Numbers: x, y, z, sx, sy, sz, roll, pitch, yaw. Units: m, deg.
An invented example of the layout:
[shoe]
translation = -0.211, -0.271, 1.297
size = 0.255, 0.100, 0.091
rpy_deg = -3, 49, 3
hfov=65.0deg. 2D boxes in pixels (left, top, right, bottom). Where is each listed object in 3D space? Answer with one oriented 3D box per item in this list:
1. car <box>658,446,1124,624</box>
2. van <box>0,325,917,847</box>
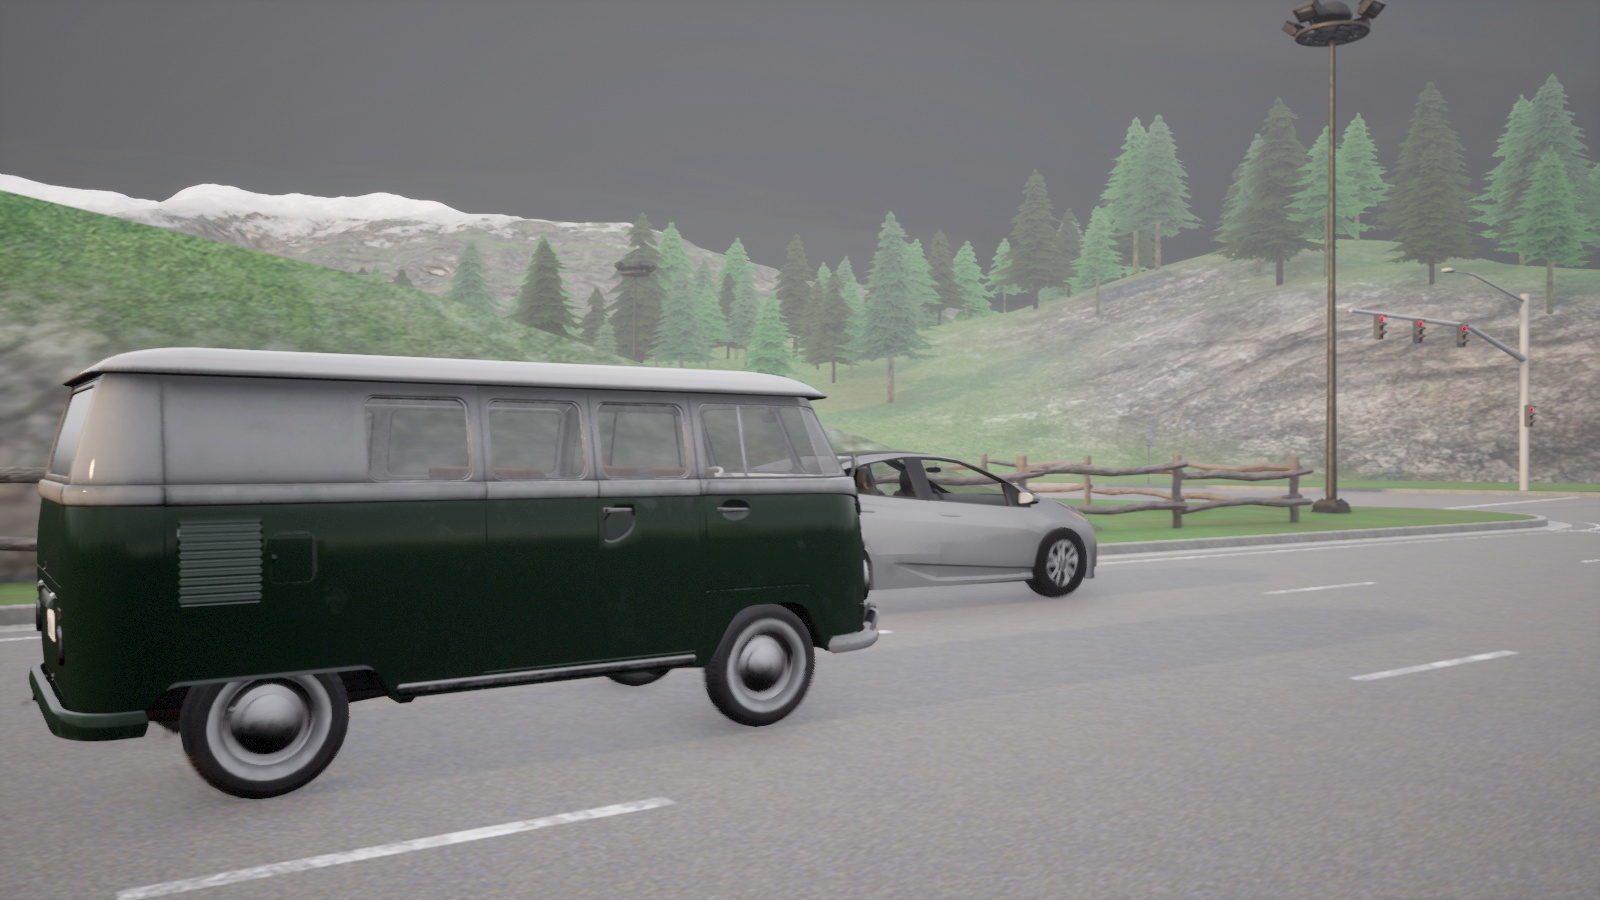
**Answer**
[car]
translation = 1.018, 0.733, 12.896
size = 4.514, 1.525, 2.007
rpy_deg = 0, 0, -35
[van]
translation = -1.648, 0.521, 6.777
size = 4.442, 1.987, 1.775
rpy_deg = 0, 0, -35
